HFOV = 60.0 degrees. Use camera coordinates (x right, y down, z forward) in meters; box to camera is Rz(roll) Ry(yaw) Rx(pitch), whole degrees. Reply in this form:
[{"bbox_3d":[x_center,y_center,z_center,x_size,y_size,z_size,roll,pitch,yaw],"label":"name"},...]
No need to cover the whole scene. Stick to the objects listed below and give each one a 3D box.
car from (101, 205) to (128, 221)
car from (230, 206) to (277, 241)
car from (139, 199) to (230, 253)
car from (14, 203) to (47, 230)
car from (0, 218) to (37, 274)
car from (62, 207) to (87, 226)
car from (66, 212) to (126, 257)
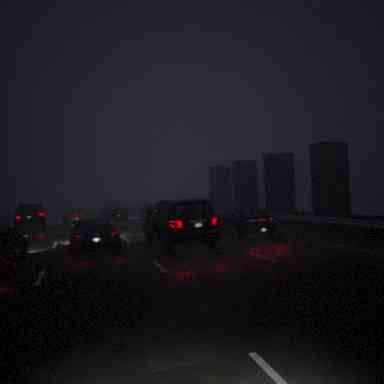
[{"bbox_3d":[-7.486,2.000,31.633,1.882,1.535,5.008,-2,0,-24],"label":"car"},{"bbox_3d":[2.333,1.487,16.801,2.128,1.511,4.902,-2,0,-19],"label":"car"},{"bbox_3d":[-0.638,1.338,14.685,2.150,2.045,5.566,-2,0,-19],"label":"car"},{"bbox_3d":[-12.977,1.963,26.775,2.150,2.045,5.566,-2,0,-24],"label":"car"},{"bbox_3d":[-6.919,1.926,11.503,2.033,1.411,5.357,-2,0,-19],"label":"car"},{"bbox_3d":[-10.701,2.136,30.258,1.882,1.535,5.008,-2,0,-24],"label":"car"},{"bbox_3d":[-4.351,1.847,14.735,1.994,1.385,4.181,-2,0,-19],"label":"car"}]
